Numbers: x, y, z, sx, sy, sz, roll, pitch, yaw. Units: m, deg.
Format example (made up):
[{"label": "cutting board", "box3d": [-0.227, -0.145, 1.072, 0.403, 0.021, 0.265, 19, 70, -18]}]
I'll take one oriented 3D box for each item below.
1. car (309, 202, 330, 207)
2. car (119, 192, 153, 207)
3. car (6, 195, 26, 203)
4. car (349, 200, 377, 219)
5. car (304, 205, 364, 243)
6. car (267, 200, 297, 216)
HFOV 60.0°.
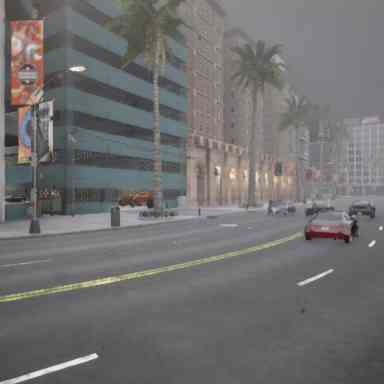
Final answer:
[{"label": "car", "box3d": [11.802, 1.639, 30.671, 1.895, 1.301, 4.718, 0, 0, 32]}, {"label": "car", "box3d": [-7.688, 0.986, 46.315, 2.435, 2.045, 5.566, 0, 0, 32]}, {"label": "car", "box3d": [-33.415, 1.341, 61.944, 2.161, 1.482, 4.786, 0, 0, 32]}, {"label": "car", "box3d": [14.822, 1.504, 28.899, 1.837, 1.490, 4.892, 0, 0, 32]}, {"label": "car", "box3d": [6.872, 1.564, 16.160, 1.994, 1.385, 4.181, 0, 0, 33]}, {"label": "car", "box3d": [8.848, 1.501, 32.549, 2.128, 1.511, 4.902, 0, 0, 32]}]
